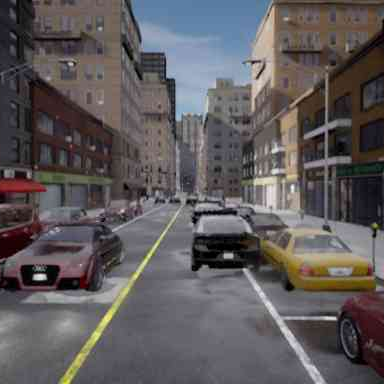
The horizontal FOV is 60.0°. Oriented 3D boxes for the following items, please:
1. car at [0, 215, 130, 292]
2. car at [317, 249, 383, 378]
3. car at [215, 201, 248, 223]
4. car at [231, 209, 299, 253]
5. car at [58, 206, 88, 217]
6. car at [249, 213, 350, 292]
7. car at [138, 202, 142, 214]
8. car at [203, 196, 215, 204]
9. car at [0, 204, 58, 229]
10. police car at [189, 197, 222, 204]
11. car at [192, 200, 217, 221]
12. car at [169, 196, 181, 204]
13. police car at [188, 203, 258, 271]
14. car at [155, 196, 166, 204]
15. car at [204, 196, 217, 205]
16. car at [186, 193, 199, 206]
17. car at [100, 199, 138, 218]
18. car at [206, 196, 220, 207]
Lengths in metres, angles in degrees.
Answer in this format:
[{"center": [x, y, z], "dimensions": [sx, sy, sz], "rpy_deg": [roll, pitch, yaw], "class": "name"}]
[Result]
[{"center": [-3.089, 1.534, 8.748], "dimensions": [1.994, 1.385, 4.181], "rpy_deg": [0, 0, 0], "class": "car"}, {"center": [2.860, 1.571, 2.981], "dimensions": [1.802, 1.307, 4.206], "rpy_deg": [-1, 0, 0], "class": "car"}, {"center": [2.895, 1.463, 25.324], "dimensions": [2.008, 1.369, 4.403], "rpy_deg": [-1, 0, 0], "class": "car"}, {"center": [2.877, 1.517, 14.153], "dimensions": [1.947, 1.339, 4.313], "rpy_deg": [-1, 0, 0], "class": "car"}, {"center": [-5.659, 1.391, 14.164], "dimensions": [1.967, 1.590, 4.097], "rpy_deg": [-1, 0, 0], "class": "car"}, {"center": [2.868, 1.496, 8.737], "dimensions": [1.752, 1.417, 4.829], "rpy_deg": [-1, 0, 0], "class": "car"}, {"center": [-5.635, 1.474, 30.921], "dimensions": [1.802, 1.307, 4.206], "rpy_deg": [-1, 0, 0], "class": "car"}, {"center": [2.947, 1.363, 58.840], "dimensions": [1.802, 1.307, 4.206], "rpy_deg": [-1, 0, 0], "class": "car"}, {"center": [-5.668, 1.286, 8.578], "dimensions": [2.192, 1.841, 5.009], "rpy_deg": [-1, 0, 0], "class": "car"}, {"center": [0.927, 1.353, 20.907], "dimensions": [1.930, 1.638, 5.238], "rpy_deg": [0, 0, 0], "class": "police car"}, {"center": [0.935, 1.433, 26.798], "dimensions": [1.812, 1.442, 4.674], "rpy_deg": [0, 0, 0], "class": "car"}, {"center": [-2.926, 1.391, 56.574], "dimensions": [1.895, 1.301, 4.718], "rpy_deg": [0, 0, 0], "class": "car"}, {"center": [0.914, 1.388, 10.906], "dimensions": [1.930, 1.638, 5.238], "rpy_deg": [0, 0, 0], "class": "police car"}, {"center": [-5.598, 1.326, 58.850], "dimensions": [1.887, 1.381, 4.507], "rpy_deg": [-1, 0, 0], "class": "car"}, {"center": [2.938, 1.370, 53.254], "dimensions": [1.947, 1.339, 4.313], "rpy_deg": [-1, 0, 0], "class": "car"}, {"center": [0.102, 1.293, 50.632], "dimensions": [1.882, 1.535, 5.008], "rpy_deg": [0, 0, 1], "class": "car"}, {"center": [-5.644, 1.352, 25.335], "dimensions": [1.967, 1.590, 4.097], "rpy_deg": [-1, 0, 0], "class": "car"}, {"center": [2.930, 1.352, 47.837], "dimensions": [1.752, 1.417, 4.829], "rpy_deg": [-1, 0, 0], "class": "car"}]
